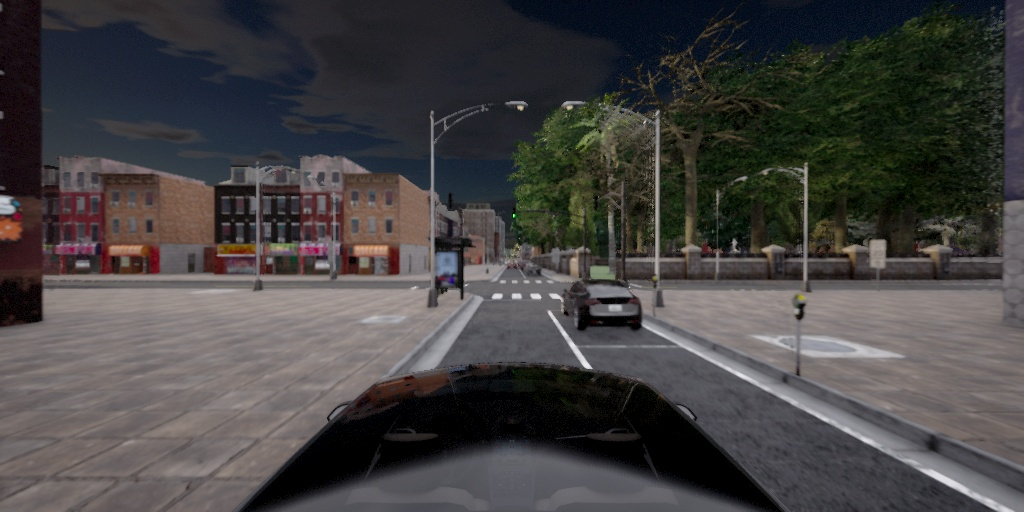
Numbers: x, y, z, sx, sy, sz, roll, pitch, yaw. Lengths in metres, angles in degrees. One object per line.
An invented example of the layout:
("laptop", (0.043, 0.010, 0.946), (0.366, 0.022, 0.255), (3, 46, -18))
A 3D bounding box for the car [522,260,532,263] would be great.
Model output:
("car", (2.637, 1.634, 49.323), (1.751, 1.417, 4.829), (0, 0, 0))

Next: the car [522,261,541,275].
("car", (2.637, 1.607, 43.704), (2.007, 1.370, 4.403), (0, 0, 0))

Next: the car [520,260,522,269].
("car", (2.637, 1.713, 54.604), (2.007, 1.370, 4.403), (0, 0, 0))

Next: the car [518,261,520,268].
("car", (2.638, 1.536, 60.052), (2.192, 1.841, 5.009), (0, 0, 0))

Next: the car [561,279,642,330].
("car", (2.637, 1.372, 11.193), (1.948, 1.339, 4.313), (0, 0, 0))
